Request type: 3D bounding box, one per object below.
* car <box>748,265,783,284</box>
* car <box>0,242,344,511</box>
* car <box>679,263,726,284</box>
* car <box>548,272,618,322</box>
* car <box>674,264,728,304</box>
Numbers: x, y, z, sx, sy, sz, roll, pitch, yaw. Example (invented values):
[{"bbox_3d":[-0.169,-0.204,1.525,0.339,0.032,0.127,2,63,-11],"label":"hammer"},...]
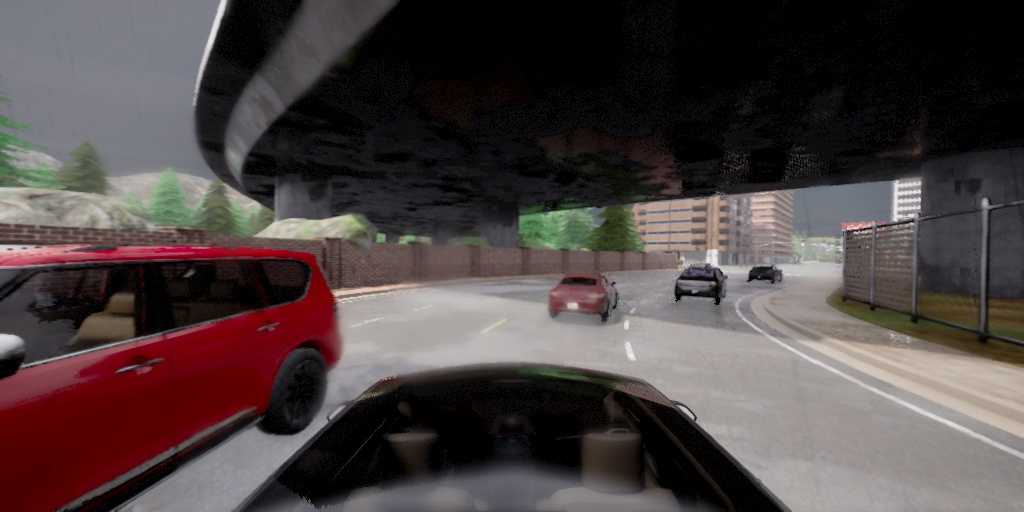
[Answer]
[{"bbox_3d":[21.503,1.484,30.418,1.837,1.490,4.892,1,0,45],"label":"car"},{"bbox_3d":[-3.460,0.904,2.535,2.150,2.045,5.566,1,0,4],"label":"car"},{"bbox_3d":[15.808,1.371,29.633,2.128,1.511,4.902,1,0,44],"label":"car"},{"bbox_3d":[2.548,1.262,12.362,1.812,1.442,4.674,1,0,21],"label":"car"},{"bbox_3d":[9.056,1.319,17.111,2.128,1.511,4.902,1,0,34],"label":"car"}]
